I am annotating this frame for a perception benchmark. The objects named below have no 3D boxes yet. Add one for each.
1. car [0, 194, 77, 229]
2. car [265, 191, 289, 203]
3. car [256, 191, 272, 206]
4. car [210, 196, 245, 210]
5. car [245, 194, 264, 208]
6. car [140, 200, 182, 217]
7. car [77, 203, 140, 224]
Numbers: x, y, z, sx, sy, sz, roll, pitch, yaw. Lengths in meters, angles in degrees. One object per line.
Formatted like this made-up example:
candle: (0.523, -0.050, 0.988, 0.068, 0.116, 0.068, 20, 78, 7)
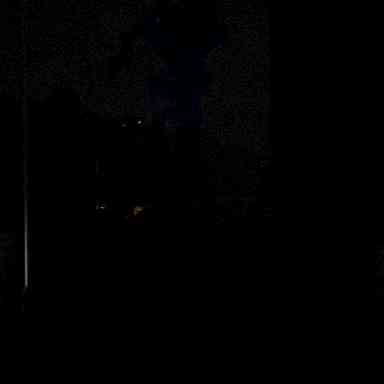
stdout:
car: (-10.518, 1.143, 21.101, 2.150, 2.045, 5.566, -1, 0, 35)
car: (14.583, 0.837, 56.679, 2.150, 2.045, 5.566, -1, 0, 35)
car: (10.261, 0.961, 46.089, 2.192, 1.841, 5.009, -1, 0, 35)
car: (3.741, 1.162, 36.802, 1.967, 1.590, 4.097, -1, 0, 35)
car: (7.003, 1.265, 41.446, 1.802, 1.307, 4.206, -1, 0, 35)
car: (-2.681, 1.330, 27.653, 1.752, 1.417, 4.829, -1, 0, 35)
car: (-6.040, 1.401, 22.870, 2.008, 1.369, 4.403, 0, 0, 35)
